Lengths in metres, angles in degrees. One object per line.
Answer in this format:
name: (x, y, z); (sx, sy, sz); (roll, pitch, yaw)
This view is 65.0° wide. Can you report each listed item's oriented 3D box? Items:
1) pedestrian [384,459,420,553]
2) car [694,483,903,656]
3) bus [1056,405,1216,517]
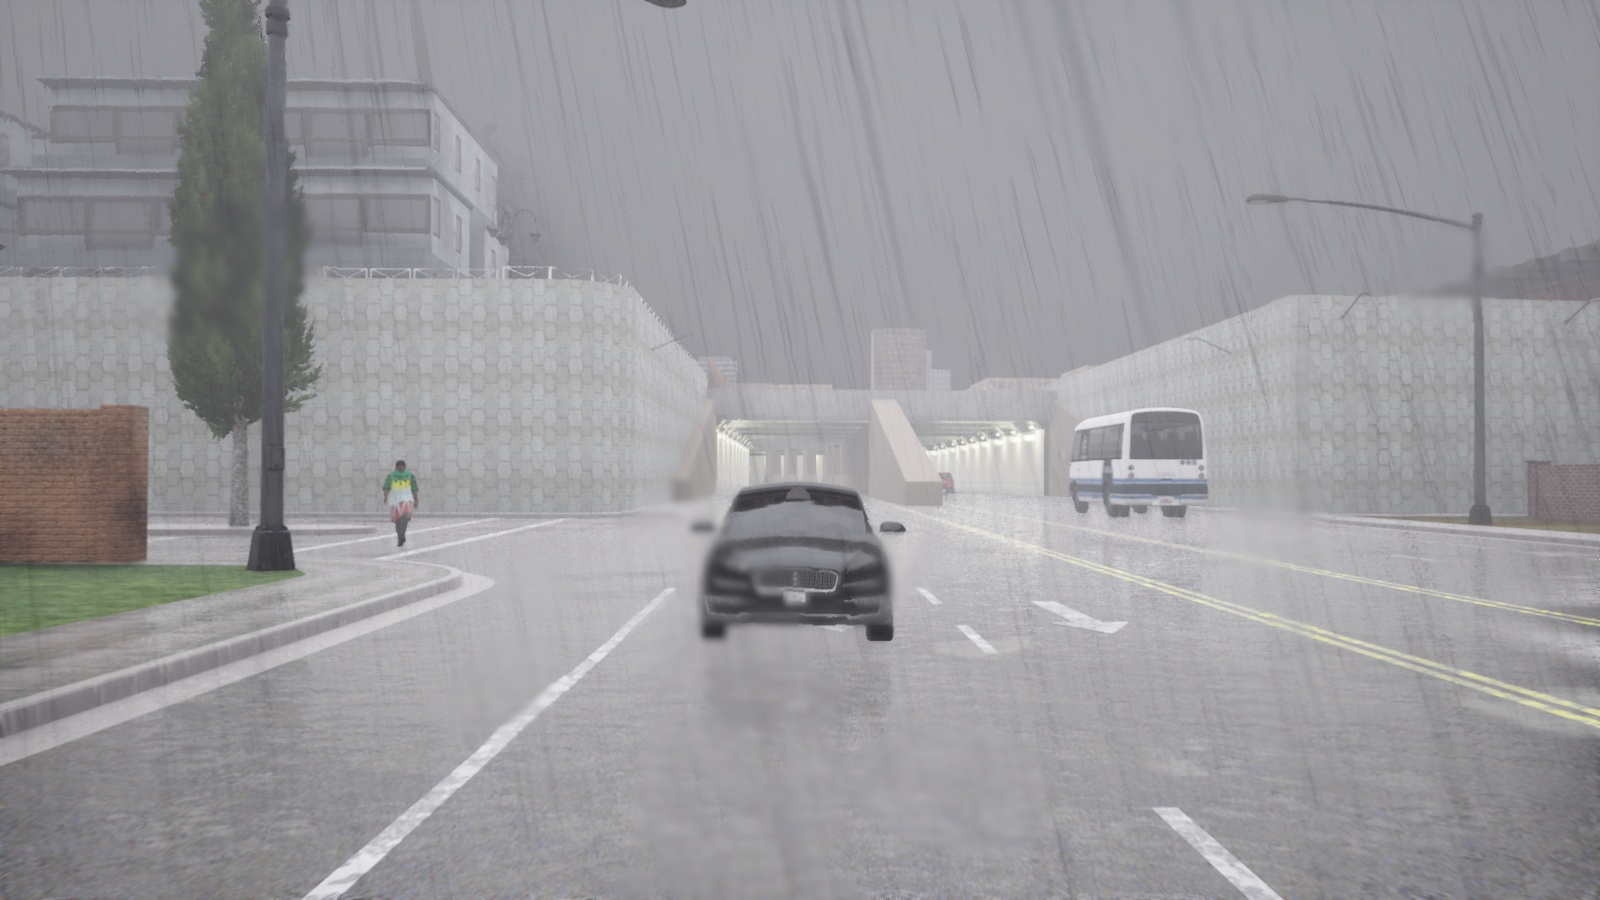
pedestrian: (-8.404, 1.173, 26.551); (0.659, 1.952, 0.873); (0, -1, -13)
car: (-0.012, 1.118, 13.523); (1.837, 1.490, 4.892); (0, -1, 0)
bus: (13.857, 0.530, 53.074); (3.944, 4.253, 10.273); (0, -1, 0)
